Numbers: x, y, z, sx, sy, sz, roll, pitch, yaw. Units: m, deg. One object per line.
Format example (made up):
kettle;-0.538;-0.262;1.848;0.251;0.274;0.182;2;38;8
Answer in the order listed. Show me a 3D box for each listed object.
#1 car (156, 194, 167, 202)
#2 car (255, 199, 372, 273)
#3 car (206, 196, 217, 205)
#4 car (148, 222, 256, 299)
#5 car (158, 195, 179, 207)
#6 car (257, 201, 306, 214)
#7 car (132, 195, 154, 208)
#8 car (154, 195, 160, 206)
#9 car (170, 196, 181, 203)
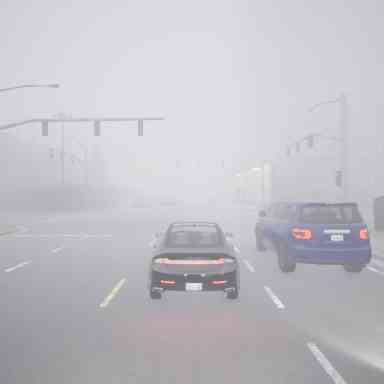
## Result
car;-7.031;1.355;76.483;2.097;1.767;4.553;0;0;0
car;3.567;1.221;10.862;2.150;2.045;5.566;0;0;0
car;3.577;1.491;60.899;2.128;1.511;4.902;0;0;0
car;0.053;1.492;8.417;2.128;1.511;4.902;0;0;0
car;-3.608;1.547;51.909;2.033;1.411;5.357;0;0;0
car;9.514;1.654;35.648;4.718;1.301;1.895;0;0;0
car;-7.165;1.352;47.291;2.097;1.767;4.553;0;0;2
car;-7.108;1.352;56.115;2.097;1.767;4.553;0;0;0
car;-3.530;1.540;71.904;2.033;1.411;5.357;0;0;0
